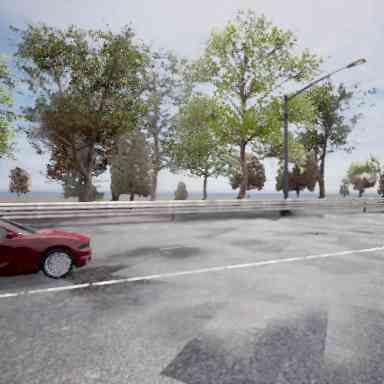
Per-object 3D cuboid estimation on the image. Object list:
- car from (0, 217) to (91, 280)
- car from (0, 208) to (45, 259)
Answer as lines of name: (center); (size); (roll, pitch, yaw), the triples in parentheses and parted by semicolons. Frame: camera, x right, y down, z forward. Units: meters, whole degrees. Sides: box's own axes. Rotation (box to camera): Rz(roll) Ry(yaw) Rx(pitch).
car: (-4.924, 1.258, 7.690); (5.008, 1.535, 1.882); (0, 0, -28)
car: (-7.231, 1.309, 10.432); (4.674, 1.442, 1.812); (0, 0, -28)
